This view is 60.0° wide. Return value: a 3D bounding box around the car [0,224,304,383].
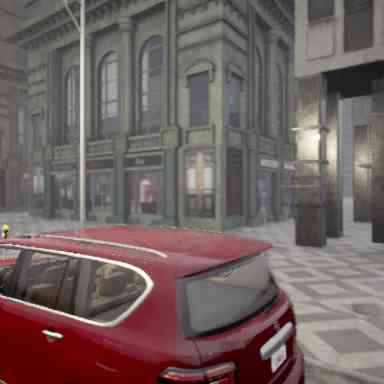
[{"bbox_3d":[-1.294,1.326,3.883,5.009,1.841,2.192,0,0,36],"label":"car"}]
